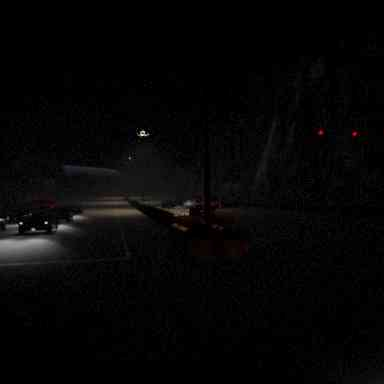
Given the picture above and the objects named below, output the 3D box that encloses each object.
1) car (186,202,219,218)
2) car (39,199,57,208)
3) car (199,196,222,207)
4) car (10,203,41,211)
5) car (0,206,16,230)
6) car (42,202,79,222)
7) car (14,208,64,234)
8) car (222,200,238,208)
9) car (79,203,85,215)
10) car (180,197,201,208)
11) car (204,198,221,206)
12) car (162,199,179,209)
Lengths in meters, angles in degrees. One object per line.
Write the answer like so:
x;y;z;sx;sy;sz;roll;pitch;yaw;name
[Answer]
1.085;2.058;36.392;1.895;1.301;4.718;0;-1;-13;car
-18.538;1.891;42.684;2.150;2.045;5.566;0;-1;-13;car
3.118;1.883;58.139;2.097;1.767;4.553;0;0;-13;car
-15.876;2.093;31.187;1.812;1.442;4.674;0;-1;-13;car
-13.756;1.942;22.173;2.128;1.511;4.902;0;-1;-13;car
-12.408;2.031;31.733;2.128;1.511;4.902;0;-1;-13;car
-10.274;2.022;22.654;1.895;1.301;4.718;0;-1;-13;car
6.515;2.107;58.989;1.895;1.301;4.718;0;0;-13;car
-15.099;2.134;43.358;2.128;1.511;4.902;0;0;-13;car
-0.296;2.082;57.372;1.812;1.442;4.674;0;0;-13;car
4.259;2.021;68.703;2.033;1.411;5.357;0;0;-13;car
-4.135;2.062;58.537;1.882;1.535;5.008;0;0;-13;car
